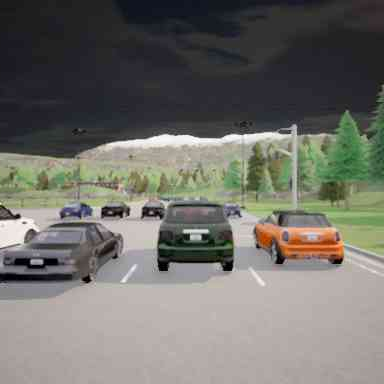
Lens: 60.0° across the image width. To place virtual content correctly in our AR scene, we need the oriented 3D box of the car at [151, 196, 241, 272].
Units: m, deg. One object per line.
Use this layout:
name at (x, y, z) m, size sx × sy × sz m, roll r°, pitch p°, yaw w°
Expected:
car at (0.098, 1.269, 11.135) m, size 2.150 × 2.045 × 5.566 m, roll 0°, pitch 0°, yaw 0°

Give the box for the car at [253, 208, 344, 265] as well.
car at (3.598, 1.405, 12.075) m, size 2.097 × 1.767 × 4.553 m, roll 0°, pitch 0°, yaw 0°

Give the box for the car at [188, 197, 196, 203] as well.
car at (-0.010, 1.930, 78.386) m, size 1.895 × 1.301 × 4.718 m, roll 0°, pitch 0°, yaw 0°

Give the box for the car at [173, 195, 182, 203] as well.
car at (-3.510, 1.713, 83.883) m, size 2.097 × 1.767 × 4.553 m, roll 0°, pitch 0°, yaw 0°

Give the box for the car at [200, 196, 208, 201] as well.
car at (3.488, 1.947, 95.458) m, size 2.033 × 1.411 × 5.357 m, roll 0°, pitch 0°, yaw 0°

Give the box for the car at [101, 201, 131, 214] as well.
car at (-6.904, 1.608, 30.568) m, size 1.882 × 1.535 × 5.008 m, roll 0°, pitch 0°, yaw 0°

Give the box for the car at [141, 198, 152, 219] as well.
car at (-3.404, 1.607, 30.334) m, size 1.882 × 1.535 × 5.008 m, roll 0°, pitch 0°, yaw 0°

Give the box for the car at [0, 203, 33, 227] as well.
car at (-6.903, 1.265, 10.295) m, size 2.150 × 2.045 × 5.566 m, roll 0°, pitch 0°, yaw 0°

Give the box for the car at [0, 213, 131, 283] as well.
car at (-3.402, 1.590, 9.799) m, size 2.033 × 1.411 × 5.357 m, roll 0°, pitch 0°, yaw 0°

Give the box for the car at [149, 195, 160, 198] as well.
car at (-10.511, 1.733, 88.706) m, size 2.097 × 1.767 × 4.553 m, roll 0°, pitch 0°, yaw 0°

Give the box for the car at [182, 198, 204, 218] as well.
car at (0.097, 1.492, 32.774) m, size 2.097 × 1.767 × 4.553 m, roll 0°, pitch 0°, yaw 0°

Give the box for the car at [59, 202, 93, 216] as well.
car at (-10.403, 1.654, 30.101) m, size 1.812 × 1.442 × 4.674 m, roll 0°, pitch 0°, yaw 0°

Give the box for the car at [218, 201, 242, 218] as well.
car at (3.597, 1.664, 32.310) m, size 1.812 × 1.442 × 4.674 m, roll 0°, pitch 0°, yaw 0°
